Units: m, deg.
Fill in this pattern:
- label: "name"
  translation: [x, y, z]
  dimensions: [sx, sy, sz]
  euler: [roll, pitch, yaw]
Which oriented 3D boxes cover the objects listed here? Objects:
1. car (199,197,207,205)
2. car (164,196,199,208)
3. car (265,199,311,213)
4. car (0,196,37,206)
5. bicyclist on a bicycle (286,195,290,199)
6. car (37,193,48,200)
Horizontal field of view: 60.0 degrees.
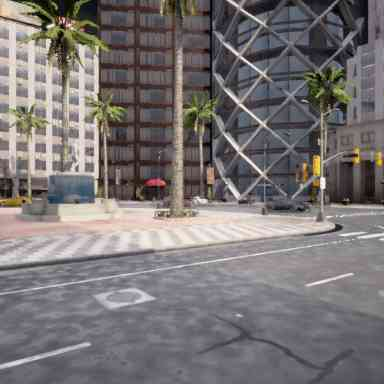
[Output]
- label: "car"
  translation: [0.213, 1.526, 55.710]
  dimensions: [4.674, 1.442, 1.812]
  euler: [0, 0, 25]
- label: "car"
  translation: [-1.815, 1.352, 48.701]
  dimensions: [4.553, 1.767, 2.097]
  euler: [0, 0, 24]
- label: "car"
  translation: [10.805, 1.547, 38.034]
  dimensions: [2.033, 1.411, 5.357]
  euler: [0, 0, -38]
- label: "car"
  translation: [-28.765, 1.478, 54.458]
  dimensions: [5.008, 1.535, 1.882]
  euler: [0, 0, -14]
- label: "bicyclist on a bicycle"
  translation: [15.720, 1.301, 54.592]
  dimensions: [0.582, 1.620, 1.656]
  euler: [0, 0, 42]
- label: "car"
  translation: [-25.915, 1.211, 58.675]
  dimensions: [5.566, 2.045, 2.150]
  euler: [-1, 0, -10]
